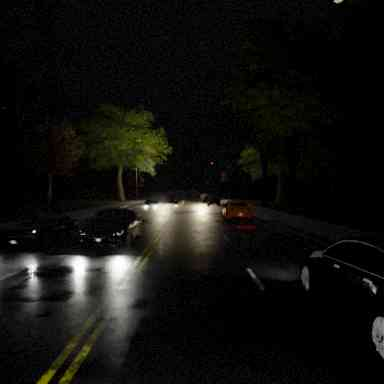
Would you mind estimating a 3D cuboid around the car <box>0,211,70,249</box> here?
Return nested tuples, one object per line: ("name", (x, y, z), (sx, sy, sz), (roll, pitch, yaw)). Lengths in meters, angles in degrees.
("car", (-6.604, 1.550, 14.526), (1.895, 1.301, 4.718), (0, 0, 0))

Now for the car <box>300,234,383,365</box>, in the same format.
("car", (3.349, 1.484, 5.645), (1.837, 1.490, 4.892), (0, 0, 0))

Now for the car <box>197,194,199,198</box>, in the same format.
("car", (2.946, 1.156, 82.273), (1.801, 1.575, 5.366), (0, 0, -1))

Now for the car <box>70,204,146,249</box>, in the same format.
("car", (-3.352, 1.455, 14.310), (1.837, 1.490, 4.892), (0, 0, 0))

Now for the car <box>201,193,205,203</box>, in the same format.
("car", (3.139, 1.158, 60.032), (2.097, 1.767, 4.553), (0, 0, 0))

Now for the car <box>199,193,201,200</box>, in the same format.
("car", (3.055, 1.111, 71.043), (2.097, 1.767, 4.553), (0, 0, 0))

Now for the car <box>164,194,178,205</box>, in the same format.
("car", (-3.397, 1.178, 54.847), (2.097, 1.767, 4.553), (0, 0, 0))

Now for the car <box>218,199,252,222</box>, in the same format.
("car", (3.348, 1.391, 25.402), (1.882, 1.535, 5.008), (0, 0, 0))

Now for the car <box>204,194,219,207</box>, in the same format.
("car", (3.199, 1.346, 49.052), (1.837, 1.490, 4.892), (0, 0, 0))

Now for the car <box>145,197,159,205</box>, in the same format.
("car", (-6.644, 1.426, 55.001), (1.895, 1.301, 4.718), (0, 0, 0))

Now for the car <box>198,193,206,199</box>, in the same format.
("car", (2.816, 1.063, 93.094), (2.033, 1.649, 4.856), (0, 0, -1))
